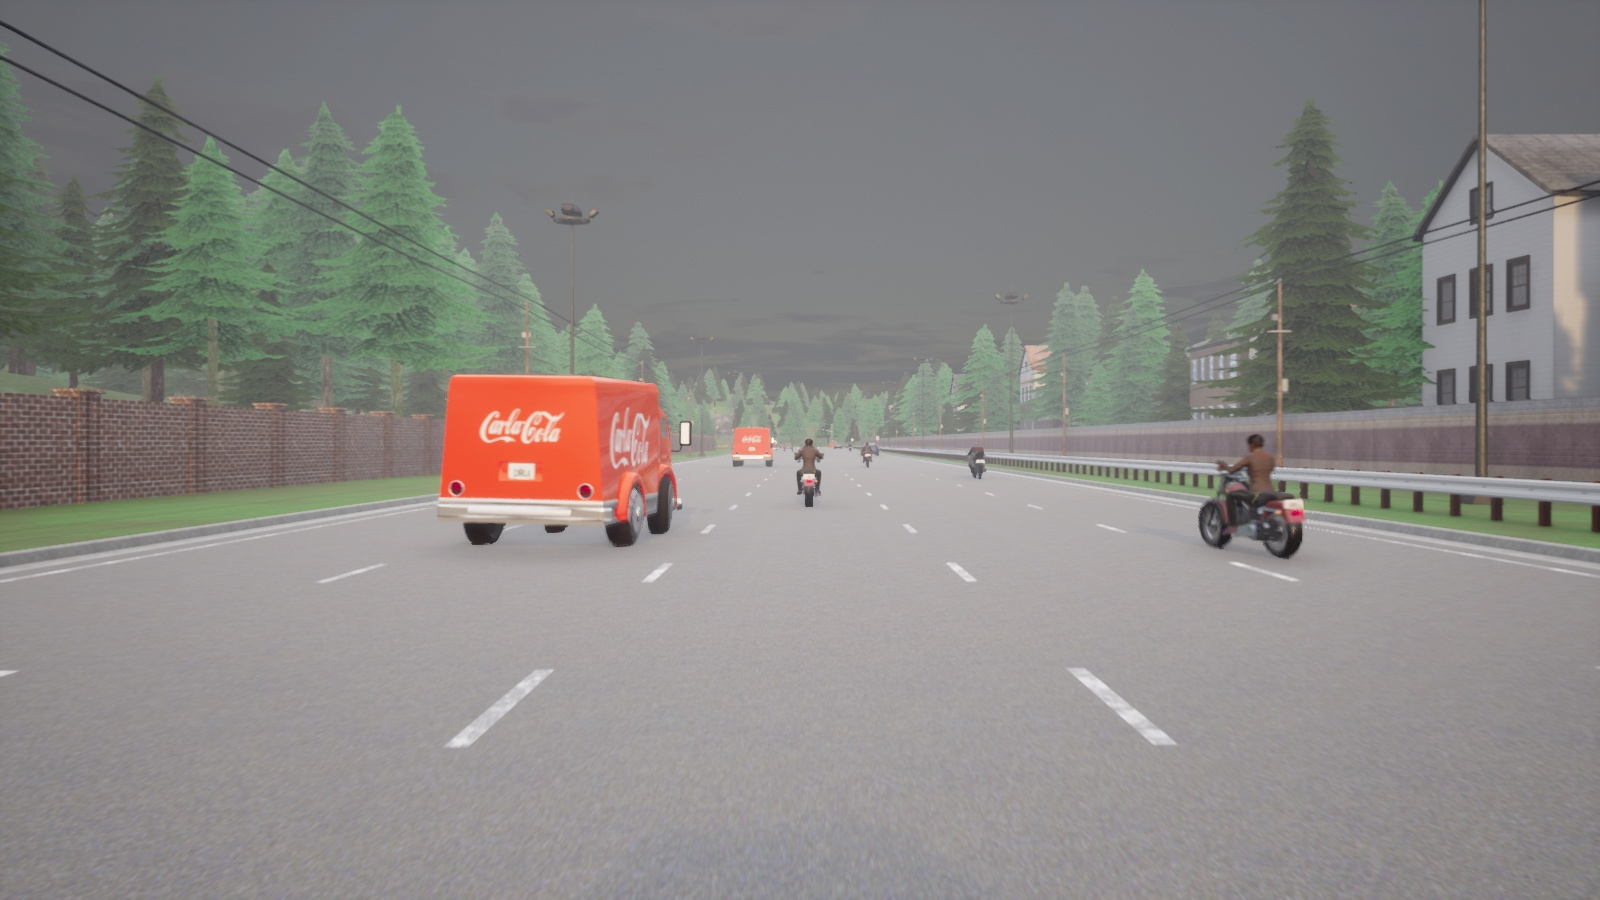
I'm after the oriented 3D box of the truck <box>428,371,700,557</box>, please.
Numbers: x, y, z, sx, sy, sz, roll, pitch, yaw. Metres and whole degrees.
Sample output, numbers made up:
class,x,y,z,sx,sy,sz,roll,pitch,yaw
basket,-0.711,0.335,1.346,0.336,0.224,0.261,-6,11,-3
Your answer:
class,x,y,z,sx,sy,sz,roll,pitch,yaw
truck,-3.420,0.150,19.577,2.627,2.467,5.204,1,1,8

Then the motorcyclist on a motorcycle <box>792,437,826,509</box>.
class,x,y,z,sx,sy,sz,roll,pitch,yaw
motorcyclist on a motorcycle,0.212,0.527,30.114,0.766,1.649,2.350,0,0,0

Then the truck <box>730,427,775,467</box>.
class,x,y,z,sx,sy,sz,roll,pitch,yaw
truck,-2.960,-0.195,80.081,2.627,2.467,5.204,0,0,0

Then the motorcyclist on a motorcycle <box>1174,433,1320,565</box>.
class,x,y,z,sx,sy,sz,roll,pitch,yaw
motorcyclist on a motorcycle,5.980,0.606,16.976,0.766,1.649,2.350,-1,0,-11

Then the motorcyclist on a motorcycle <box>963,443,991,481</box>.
class,x,y,z,sx,sy,sz,roll,pitch,yaw
motorcyclist on a motorcycle,7.357,0.493,52.243,0.866,1.530,2.191,0,0,0
